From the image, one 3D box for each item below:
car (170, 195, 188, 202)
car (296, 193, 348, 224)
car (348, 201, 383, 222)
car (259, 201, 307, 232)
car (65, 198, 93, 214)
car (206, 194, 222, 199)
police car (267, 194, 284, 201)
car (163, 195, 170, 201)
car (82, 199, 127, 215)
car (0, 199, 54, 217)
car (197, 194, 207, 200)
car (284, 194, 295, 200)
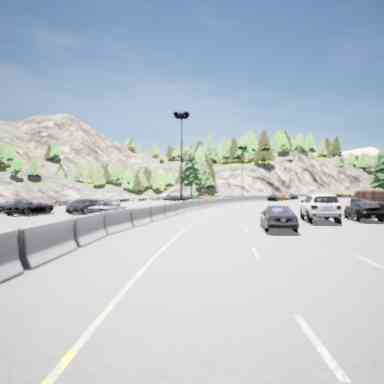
[{"bbox_3d":[-2.318,1.348,69.476,1.994,1.385,4.181,0,0,23],"label":"car"},{"bbox_3d":[9.446,1.177,24.701,2.150,2.045,5.566,0,0,10],"label":"car"},{"bbox_3d":[13.235,1.467,25.824,1.837,1.490,4.892,0,0,10],"label":"car"},{"bbox_3d":[5.103,1.505,19.800,2.033,1.411,5.357,0,0,8],"label":"car"},{"bbox_3d":[-10.539,1.386,32.750,1.837,1.490,4.892,0,0,12],"label":"car"},{"bbox_3d":[5.180,1.344,69.072,1.812,1.442,4.674,0,0,25],"label":"car"},{"bbox_3d":[18.098,1.267,73.646,1.930,1.638,5.238,0,0,29],"label":"police car"},{"bbox_3d":[-4.709,1.303,72.675,1.812,1.442,4.674,0,0,23],"label":"car"},{"bbox_3d":[-7.586,1.497,29.829,1.895,1.301,4.718,0,0,11],"label":"car"},{"bbox_3d":[-14.650,1.478,30.126,1.895,1.301,4.718,0,0,11],"label":"car"},{"bbox_3d":[2.832,1.249,72.236,1.882,1.535,5.008,0,0,25],"label":"car"},{"bbox_3d":[23.081,1.287,82.104,1.801,1.575,5.366,0,0,32],"label":"car"}]
